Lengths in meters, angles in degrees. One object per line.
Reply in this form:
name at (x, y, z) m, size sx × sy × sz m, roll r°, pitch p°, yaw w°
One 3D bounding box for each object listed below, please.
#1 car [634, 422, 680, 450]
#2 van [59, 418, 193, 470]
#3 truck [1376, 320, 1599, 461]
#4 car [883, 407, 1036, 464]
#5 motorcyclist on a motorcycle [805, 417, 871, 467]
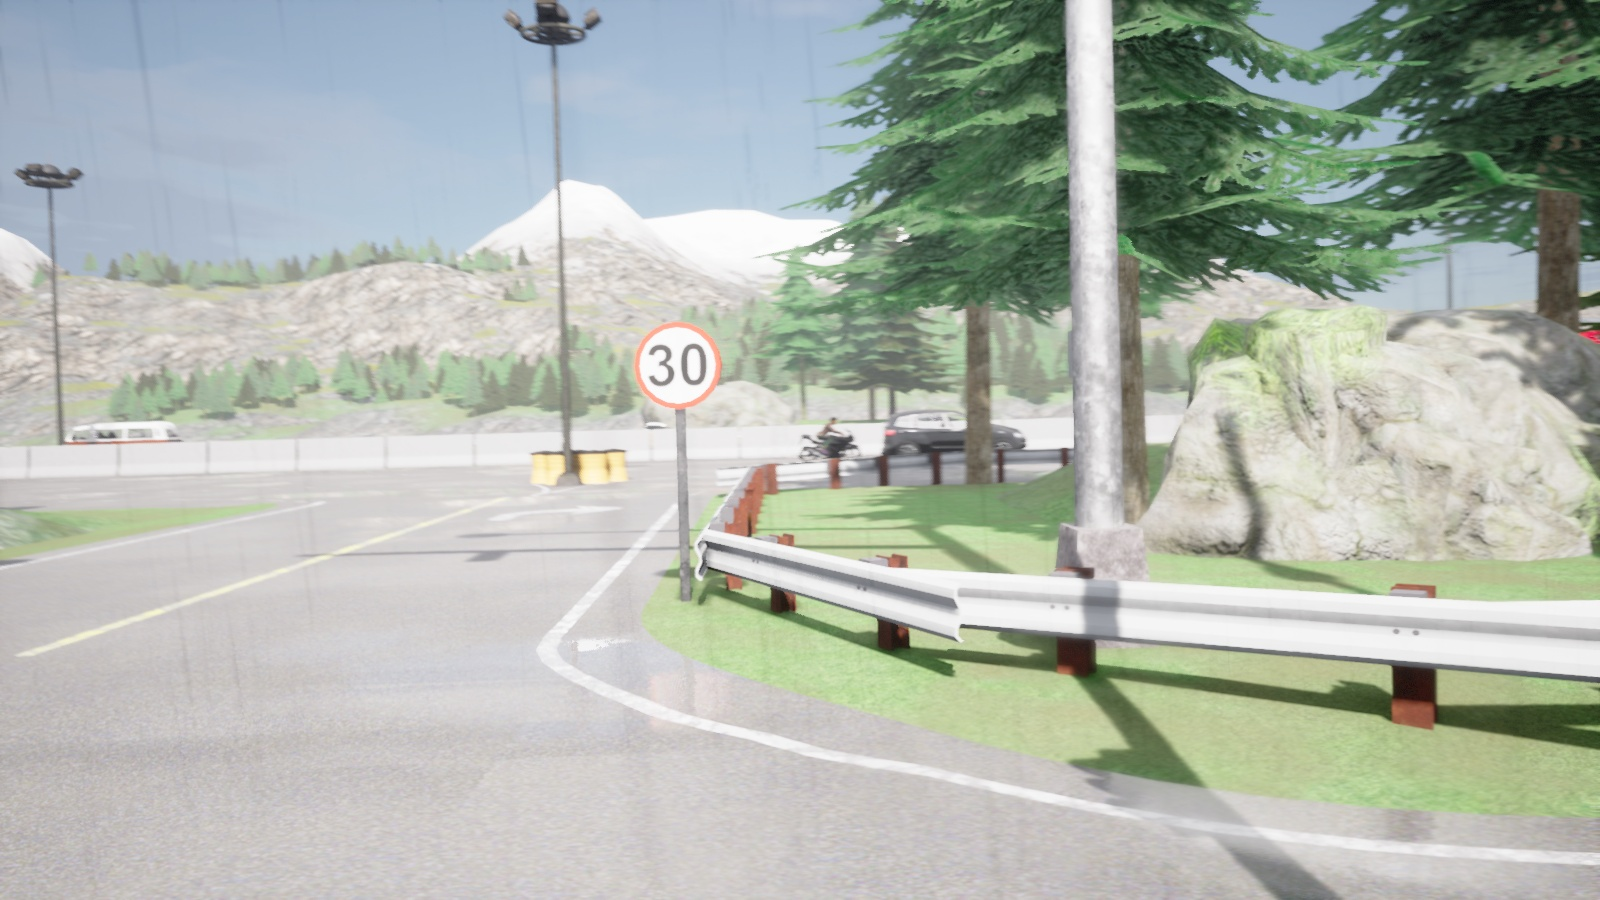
car at (-7.268, -0.708, 63.994) m, size 2.207 × 1.376 × 1.481 m, roll -1°, pitch 2°, yaw -1°
van at (-28.443, -0.276, 53.071) m, size 4.480 × 2.038 × 2.069 m, roll -1°, pitch 2°, yaw -1°
truck at (21.649, -1.750, 36.532) m, size 8.468 × 3.827 × 2.891 m, roll -1°, pitch 2°, yaw -1°
car at (4.972, -0.473, 39.541) m, size 4.611 × 1.667 × 2.242 m, roll -1°, pitch 2°, yaw 5°
motorcyclist on a motorcycle at (1.185, -0.261, 39.663) m, size 2.044 × 1.523 × 0.797 m, roll -1°, pitch 2°, yaw -1°
